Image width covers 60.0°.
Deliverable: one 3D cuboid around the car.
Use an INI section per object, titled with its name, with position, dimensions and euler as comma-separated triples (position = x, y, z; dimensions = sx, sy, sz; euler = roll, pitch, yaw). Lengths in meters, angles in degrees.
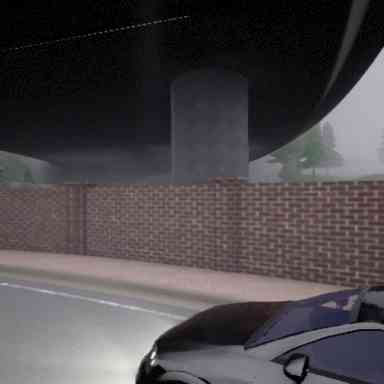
[car]
position = 1.523, 1.558, 2.731
dimensions = 4.181, 1.385, 1.994
euler = -1, 0, 34
